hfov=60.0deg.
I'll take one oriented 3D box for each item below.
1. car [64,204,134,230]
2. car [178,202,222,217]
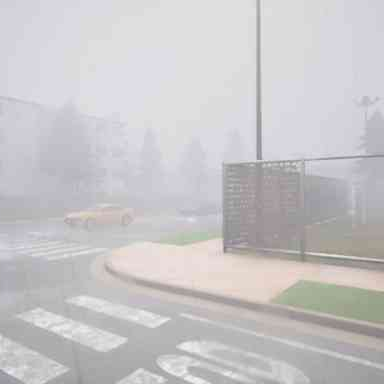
[{"bbox_3d":[-6.066,1.560,22.243,1.882,1.535,5.008,0,0,35],"label":"car"},{"bbox_3d":[0.933,1.630,32.170,2.033,1.411,5.357,0,0,35],"label":"car"}]
